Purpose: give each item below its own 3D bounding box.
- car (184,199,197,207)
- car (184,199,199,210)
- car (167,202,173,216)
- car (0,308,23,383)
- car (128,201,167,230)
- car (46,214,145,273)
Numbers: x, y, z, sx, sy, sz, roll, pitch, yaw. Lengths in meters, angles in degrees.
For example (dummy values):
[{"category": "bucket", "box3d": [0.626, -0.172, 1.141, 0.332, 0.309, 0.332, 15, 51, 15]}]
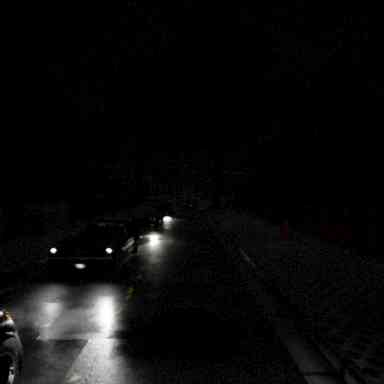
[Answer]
[{"category": "car", "box3d": [-0.240, 1.767, 54.532, 1.895, 1.301, 4.718, 0, 0, 0]}, {"category": "car", "box3d": [-0.111, 1.667, 44.208, 1.994, 1.385, 4.181, 0, 0, 0]}, {"category": "car", "box3d": [-2.934, 1.612, 32.488, 1.994, 1.385, 4.181, 0, 0, 0]}, {"category": "car", "box3d": [-2.848, 1.564, 1.961, 1.994, 1.385, 4.181, 0, 0, 0]}, {"category": "car", "box3d": [-2.897, 1.494, 21.267, 1.882, 1.535, 5.008, 0, 0, 0]}, {"category": "car", "box3d": [-2.885, 1.603, 10.792, 1.895, 1.301, 4.718, 0, 0, 0]}]
